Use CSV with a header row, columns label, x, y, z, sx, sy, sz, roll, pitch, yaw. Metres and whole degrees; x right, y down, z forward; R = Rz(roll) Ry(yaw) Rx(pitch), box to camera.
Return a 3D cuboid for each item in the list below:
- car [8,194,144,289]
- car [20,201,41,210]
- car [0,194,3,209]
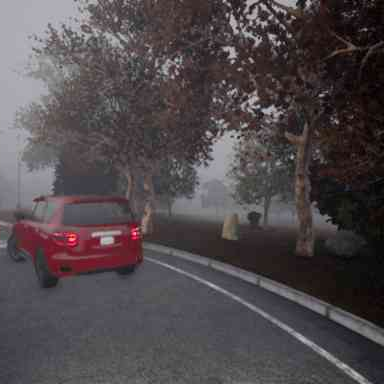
label,x,y,z,sx,sy,sz,roll,pitch,yaw
car,-3.372,1.078,9.120,2.150,2.045,5.566,-1,1,-37
car,-28.504,2.395,58.846,1.882,1.535,5.008,0,-4,-8
car,-26.093,1.137,42.364,2.150,2.045,5.566,0,-2,-8
